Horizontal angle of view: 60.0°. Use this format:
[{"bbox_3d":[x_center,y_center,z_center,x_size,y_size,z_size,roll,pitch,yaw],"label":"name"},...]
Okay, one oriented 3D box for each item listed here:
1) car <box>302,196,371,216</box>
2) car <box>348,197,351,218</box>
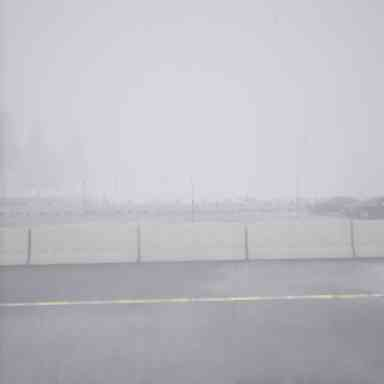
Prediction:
[{"bbox_3d":[11.310,1.049,26.306,4.674,1.442,1.812,-1,1,-1],"label":"car"},{"bbox_3d":[12.752,1.058,22.842,4.892,1.490,1.837,-1,1,-1],"label":"car"}]
